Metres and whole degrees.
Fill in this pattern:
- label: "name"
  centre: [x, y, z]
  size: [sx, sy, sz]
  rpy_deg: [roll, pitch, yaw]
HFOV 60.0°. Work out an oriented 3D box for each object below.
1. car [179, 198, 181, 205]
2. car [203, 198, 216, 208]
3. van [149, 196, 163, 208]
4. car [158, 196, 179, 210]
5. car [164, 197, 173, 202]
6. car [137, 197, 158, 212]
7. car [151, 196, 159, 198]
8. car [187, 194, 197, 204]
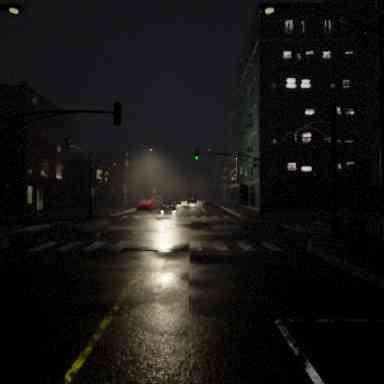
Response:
- label: "car"
  centre: [-3.002, 1.739, 62.176]
  size: [2.033, 1.411, 5.357]
  rpy_deg: [0, 0, 0]
- label: "car"
  centre: [2.709, 1.603, 52.897]
  size: [1.967, 1.590, 4.097]
  rpy_deg: [1, 0, 0]
- label: "van"
  centre: [-5.669, 1.504, 52.837]
  size: [1.690, 1.788, 3.998]
  rpy_deg: [1, 0, 0]
- label: "car"
  centre: [-3.079, 1.642, 44.689]
  size: [1.837, 1.490, 4.892]
  rpy_deg: [0, 0, 0]
- label: "car"
  centre: [-5.672, 1.834, 81.270]
  size: [1.802, 1.307, 4.206]
  rpy_deg: [1, 0, 0]
- label: "car"
  centre: [-5.750, 1.673, 41.467]
  size: [1.887, 1.381, 4.507]
  rpy_deg: [1, 0, 0]
- label: "car"
  centre: [-5.673, 1.691, 47.149]
  size: [1.887, 1.381, 4.507]
  rpy_deg: [1, 0, 0]
- label: "car"
  centre: [0.005, 1.747, 69.138]
  size: [2.033, 1.411, 5.357]
  rpy_deg: [0, 0, 0]
